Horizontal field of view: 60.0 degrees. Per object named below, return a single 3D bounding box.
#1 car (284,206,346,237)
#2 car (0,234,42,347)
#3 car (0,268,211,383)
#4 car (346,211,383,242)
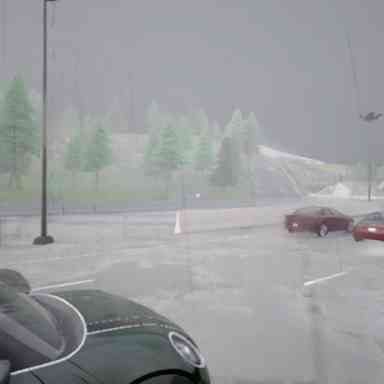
[{"bbox_3d":[7.139,1.535,18.457,5.008,1.535,1.882,0,0,-40],"label":"car"},{"bbox_3d":[-5.106,1.552,4.451,5.357,1.411,2.033,0,0,-35],"label":"car"},{"bbox_3d":[-2.029,1.356,2.417,4.553,1.767,2.097,0,0,-35],"label":"car"},{"bbox_3d":[9.392,1.618,15.797,4.181,1.385,1.994,0,0,-40],"label":"car"}]
